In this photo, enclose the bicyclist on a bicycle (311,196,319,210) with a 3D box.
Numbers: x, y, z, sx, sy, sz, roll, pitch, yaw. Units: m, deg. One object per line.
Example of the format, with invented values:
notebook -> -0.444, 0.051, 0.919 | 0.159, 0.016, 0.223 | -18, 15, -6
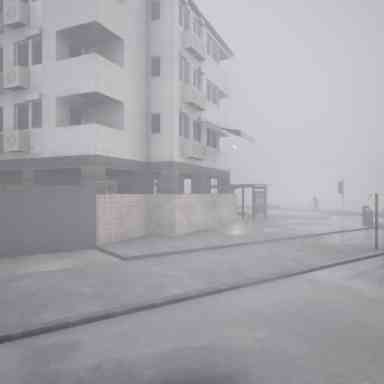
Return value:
bicyclist on a bicycle -> 14.652, 1.349, 39.554 | 1.656, 1.620, 0.582 | 0, 0, -35
